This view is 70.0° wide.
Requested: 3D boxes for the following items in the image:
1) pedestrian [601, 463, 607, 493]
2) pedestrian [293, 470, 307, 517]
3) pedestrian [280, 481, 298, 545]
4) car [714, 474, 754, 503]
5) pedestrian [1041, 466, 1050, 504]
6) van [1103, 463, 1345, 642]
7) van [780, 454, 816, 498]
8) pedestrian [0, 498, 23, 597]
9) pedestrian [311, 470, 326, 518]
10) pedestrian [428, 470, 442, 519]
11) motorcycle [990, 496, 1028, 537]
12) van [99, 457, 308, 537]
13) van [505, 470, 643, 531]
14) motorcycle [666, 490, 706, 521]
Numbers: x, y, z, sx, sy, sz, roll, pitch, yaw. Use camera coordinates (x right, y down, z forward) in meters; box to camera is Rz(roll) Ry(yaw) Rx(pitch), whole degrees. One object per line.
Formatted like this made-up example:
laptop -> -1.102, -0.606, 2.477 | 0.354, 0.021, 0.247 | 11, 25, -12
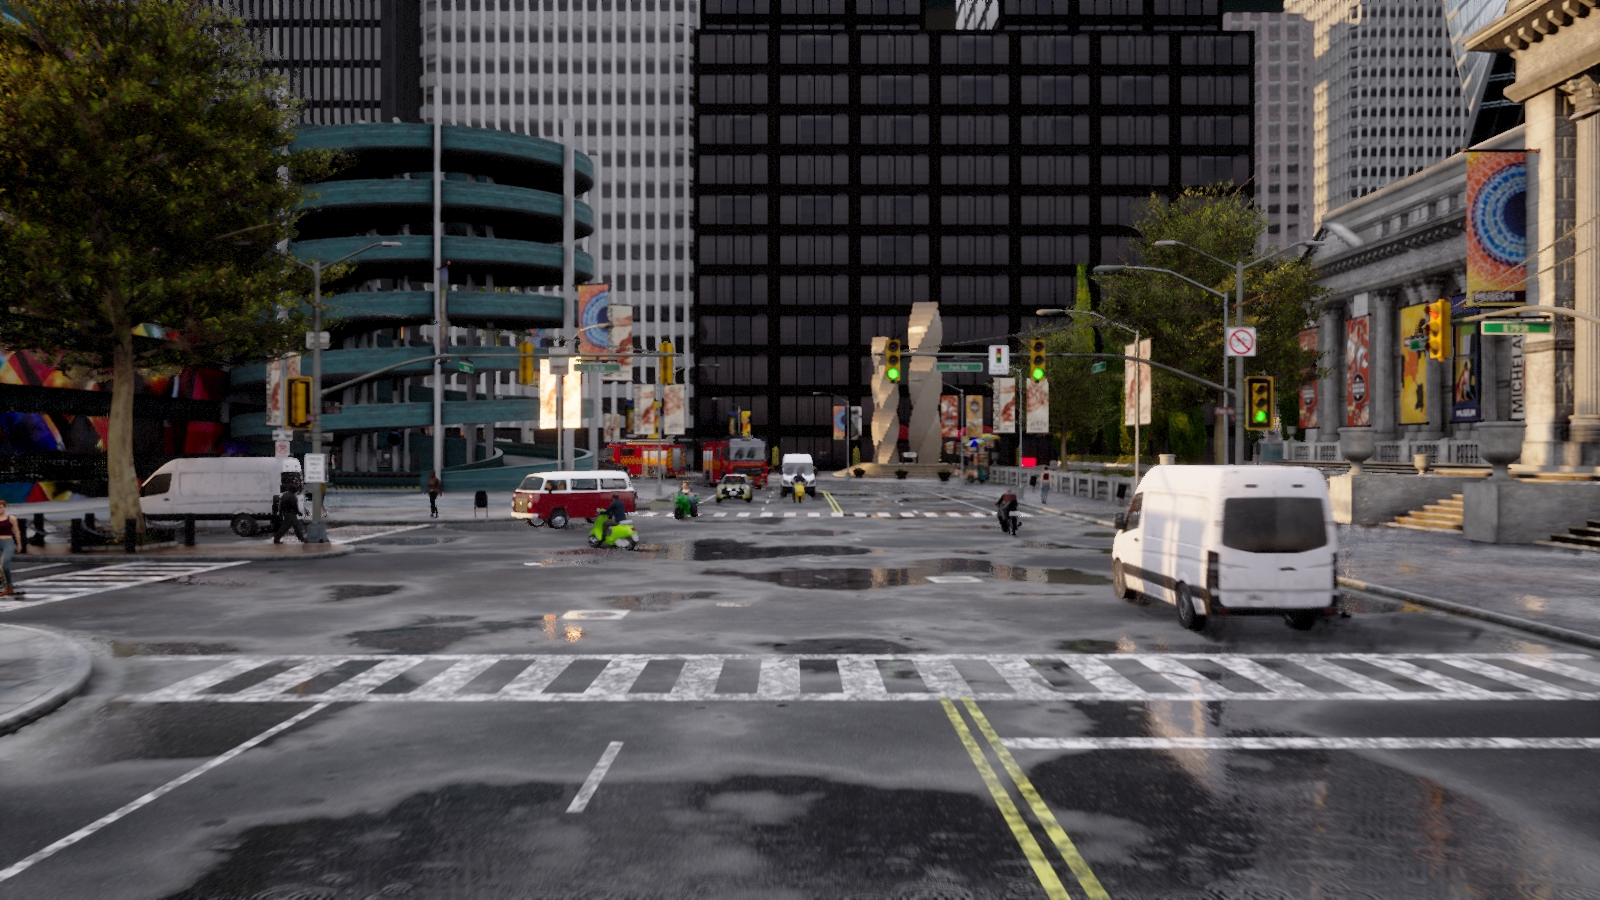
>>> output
pedestrian -> -11.980, 1.697, 69.792 | 0.375, 1.860, 0.375 | 0, 0, -9
pedestrian -> -19.571, 1.697, 44.710 | 0.375, 1.860, 0.375 | 0, 0, 9
pedestrian -> -15.042, 1.849, 33.624 | 0.375, 1.860, 0.375 | 0, 0, 44
car -> -3.549, 2.065, 62.343 | 1.970, 1.475, 3.806 | 0, 0, 0
pedestrian -> 11.919, 1.696, 55.528 | 0.375, 1.860, 0.375 | 0, 0, 7
van -> 6.989, 1.534, 19.686 | 1.988, 2.561, 5.915 | 0, 0, 0
van -> -0.162, 1.535, 70.295 | 1.988, 2.561, 5.915 | 0, 0, -2
pedestrian -> -15.096, 1.849, 21.761 | 0.375, 1.860, 0.375 | 0, 0, -8
pedestrian -> -18.748, 1.696, 44.508 | 0.375, 1.860, 0.375 | 0, 0, 32
pedestrian -> -13.996, 1.698, 43.833 | 0.375, 1.860, 0.375 | 0, 0, 16
motorcycle -> 6.993, 2.205, 38.306 | 0.867, 1.251, 2.209 | 0, 0, 0
van -> -19.755, 1.535, 38.009 | 5.915, 2.561, 1.988 | 0, 0, 1
van -> -8.192, 1.786, 41.669 | 4.480, 2.038, 2.069 | 1, 0, -42
motorcycle -> -4.600, 2.213, 46.184 | 0.803, 1.145, 2.033 | -1, 0, 20
